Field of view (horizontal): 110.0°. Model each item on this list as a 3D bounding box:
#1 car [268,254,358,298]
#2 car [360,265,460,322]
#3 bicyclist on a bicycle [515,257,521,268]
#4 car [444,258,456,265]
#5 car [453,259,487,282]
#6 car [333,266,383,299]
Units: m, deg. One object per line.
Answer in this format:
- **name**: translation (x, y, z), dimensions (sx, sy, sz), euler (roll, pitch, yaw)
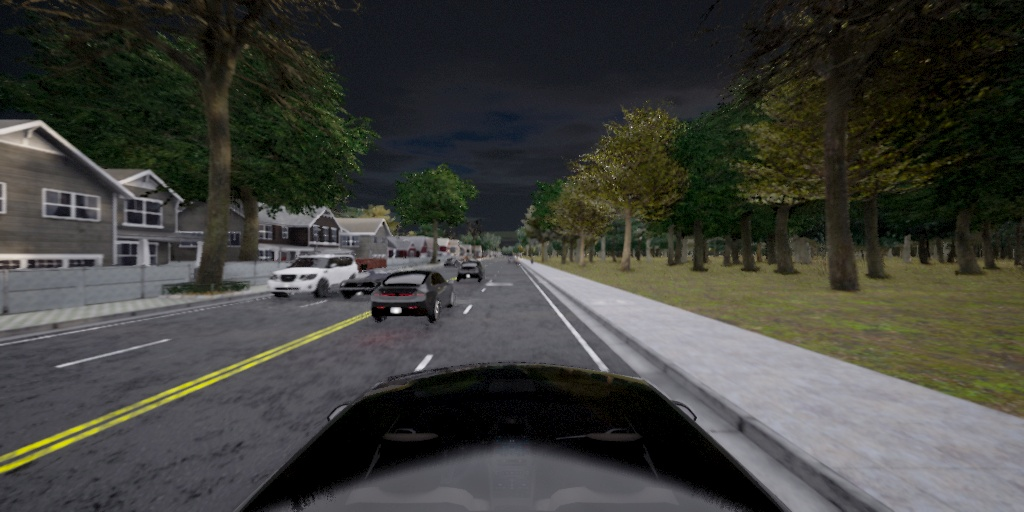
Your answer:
- **car**: translation (-9.852, 0.924, 18.429), dimensions (2.150, 2.045, 5.566), euler (0, 0, 0)
- **car**: translation (-3.153, 1.226, 12.182), dimensions (1.837, 1.490, 4.892), euler (0, 0, 0)
- **bicyclist on a bicycle**: translation (0.879, 1.042, 54.037), dimensions (0.866, 1.612, 1.509), euler (0, 0, 0)
- **car**: translation (-9.809, 1.097, 58.096), dimensions (1.837, 1.490, 4.892), euler (0, 0, 1)
- **car**: translation (-3.157, 1.182, 28.260), dimensions (1.837, 1.490, 4.892), euler (0, 0, 0)
- **car**: translation (-6.603, 1.307, 17.707), dimensions (1.895, 1.301, 4.718), euler (0, 0, 0)
